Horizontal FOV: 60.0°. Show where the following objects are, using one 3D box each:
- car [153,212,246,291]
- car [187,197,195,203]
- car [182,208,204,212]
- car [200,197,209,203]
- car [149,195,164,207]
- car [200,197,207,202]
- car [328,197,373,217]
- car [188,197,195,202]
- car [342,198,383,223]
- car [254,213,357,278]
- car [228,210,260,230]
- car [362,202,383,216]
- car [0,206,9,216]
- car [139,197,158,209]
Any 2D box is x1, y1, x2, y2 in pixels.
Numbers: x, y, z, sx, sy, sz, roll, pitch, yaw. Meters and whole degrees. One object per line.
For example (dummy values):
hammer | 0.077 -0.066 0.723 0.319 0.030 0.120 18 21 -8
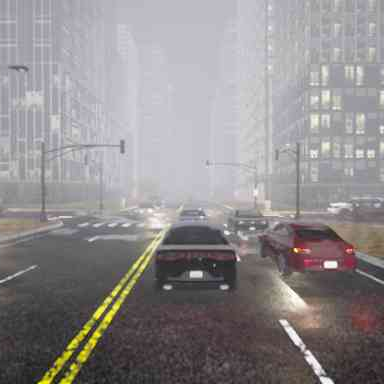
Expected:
car | 0.078 1.537 9.182 1.882 1.535 5.008 0 -1 0
car | -0.157 1.975 80.476 1.837 1.490 4.892 0 0 0
car | 0.059 1.671 19.606 2.033 1.411 5.357 0 0 0
car | 3.092 2.005 81.468 2.128 1.511 4.902 0 0 0
car | -6.691 1.580 59.208 2.150 2.045 5.566 0 0 0
car | 3.072 2.055 91.330 1.812 1.442 4.674 0 0 0
car | 17.099 1.575 34.444 5.566 2.045 2.150 1 1 1
car | -0.177 2.081 90.914 1.994 1.385 4.181 0 0 0
car | 16.145 1.715 28.676 5.009 1.841 2.192 0 0 1
car | 3.333 1.591 10.282 1.812 1.442 4.674 0 0 0
car | 3.311 1.730 20.514 1.895 1.301 4.718 0 0 0
car | 21.738 1.895 36.973 4.829 1.417 1.752 0 0 1
car | -20.043 1.583 31.792 4.674 1.442 1.812 1 1 1
car | -6.688 1.871 50.173 1.994 1.385 4.181 0 0 0
